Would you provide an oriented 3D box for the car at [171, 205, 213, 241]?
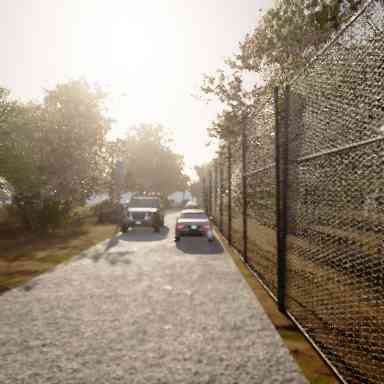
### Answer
[{"bbox_3d":[0.077,1.613,17.129,2.033,1.411,5.357,0,0,0],"label":"car"}]

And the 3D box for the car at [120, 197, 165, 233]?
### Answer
[{"bbox_3d":[-2.886,1.318,20.588,2.150,2.045,5.566,0,-1,0],"label":"car"}]

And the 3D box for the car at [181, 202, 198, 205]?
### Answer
[{"bbox_3d":[-0.013,1.884,38.753,1.812,1.442,4.674,0,-1,0],"label":"car"}]

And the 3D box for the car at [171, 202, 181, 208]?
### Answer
[{"bbox_3d":[-2.797,2.498,61.154,1.895,1.301,4.718,0,-2,2],"label":"car"}]
